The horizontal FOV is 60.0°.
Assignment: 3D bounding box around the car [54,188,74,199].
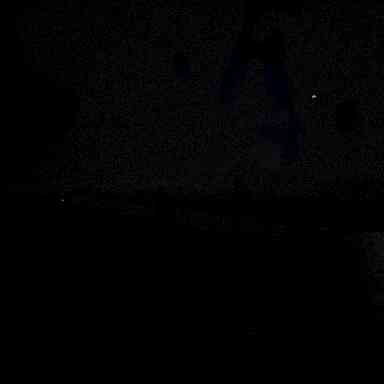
[{"bbox_3d":[-19.143,0.130,49.575,1.882,1.535,5.008,-1,3,-36],"label":"car"}]
